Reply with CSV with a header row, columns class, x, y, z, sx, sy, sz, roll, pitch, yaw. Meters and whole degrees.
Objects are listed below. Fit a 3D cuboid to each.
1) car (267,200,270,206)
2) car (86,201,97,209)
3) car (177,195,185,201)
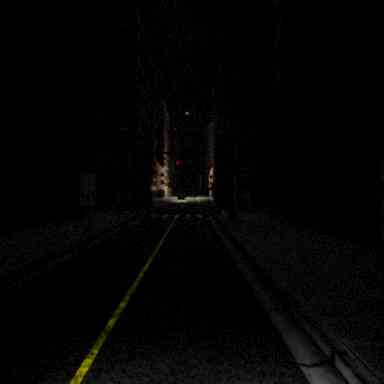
class,x,y,z,sx,sy,sz,roll,pitch,yaw
car,12.350,1.243,43.198,5.009,1.841,2.192,0,0,0
car,-14.532,1.518,43.239,4.313,1.339,1.947,0,0,0
car,-2.748,1.483,83.448,1.895,1.301,4.718,0,0,0
